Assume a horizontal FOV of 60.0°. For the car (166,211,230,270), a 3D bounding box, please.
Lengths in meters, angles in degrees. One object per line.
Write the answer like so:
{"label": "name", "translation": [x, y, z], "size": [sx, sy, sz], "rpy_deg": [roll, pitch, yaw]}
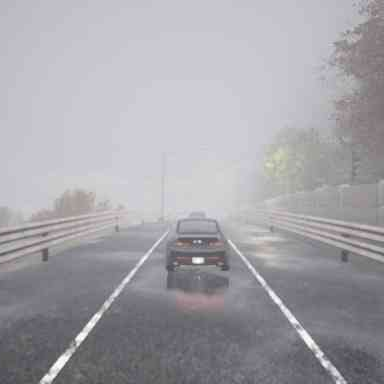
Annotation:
{"label": "car", "translation": [0.176, 1.590, 11.253], "size": [1.837, 1.490, 4.892], "rpy_deg": [0, -1, 0]}

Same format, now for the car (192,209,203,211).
{"label": "car", "translation": [0.708, 2.832, 40.008], "size": [1.882, 1.535, 5.008], "rpy_deg": [0, -4, 2]}
